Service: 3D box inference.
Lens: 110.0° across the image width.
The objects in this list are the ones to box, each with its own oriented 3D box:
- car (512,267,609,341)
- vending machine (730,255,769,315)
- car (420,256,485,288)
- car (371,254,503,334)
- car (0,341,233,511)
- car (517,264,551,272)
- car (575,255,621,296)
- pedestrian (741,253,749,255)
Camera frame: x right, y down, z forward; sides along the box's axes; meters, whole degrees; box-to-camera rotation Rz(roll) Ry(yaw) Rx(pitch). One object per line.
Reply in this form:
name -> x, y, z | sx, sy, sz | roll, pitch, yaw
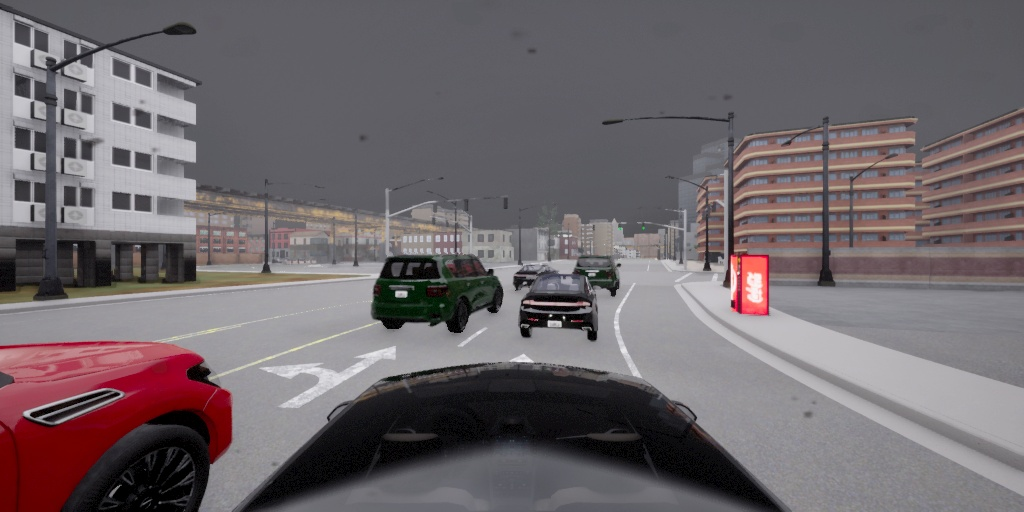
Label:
car -> 1.435, 1.242, 10.039 | 2.128, 1.511, 4.902 | 0, 0, 12
vending machine -> 7.808, 0.945, 11.787 | 1.100, 2.100, 0.880 | 0, 0, 20
car -> -4.162, 1.025, 26.236 | 2.150, 2.045, 5.566 | 0, 0, 21
car -> -1.936, 0.973, 10.980 | 2.150, 2.045, 5.566 | 0, 0, 14
car -> -3.265, 0.971, 0.472 | 2.150, 2.045, 5.566 | 0, 0, -2
car -> 1.626, 1.243, 21.437 | 2.128, 1.511, 4.902 | 0, 0, 22
car -> 4.739, 0.973, 19.793 | 2.150, 2.045, 5.566 | 0, 0, 19
pedestrian -> 8.041, 0.795, 12.407 | 0.375, 1.860, 0.375 | 0, 0, 21
